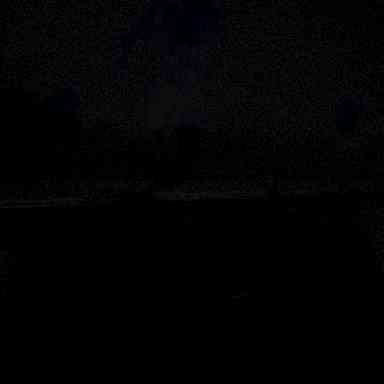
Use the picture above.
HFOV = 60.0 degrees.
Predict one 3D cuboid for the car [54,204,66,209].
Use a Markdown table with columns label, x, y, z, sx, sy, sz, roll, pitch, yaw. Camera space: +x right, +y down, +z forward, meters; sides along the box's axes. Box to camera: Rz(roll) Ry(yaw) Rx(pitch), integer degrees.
| label | x | y | z | sx | sy | sz | roll | pitch | yaw |
| --- | --- | --- | --- | --- | --- | --- | --- | --- | --- |
| car | -8.953 | 1.238 | 27.843 | 4.902 | 1.511 | 2.128 | -2 | 1 | -36 |

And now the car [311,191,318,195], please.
| label | x | y | z | sx | sy | sz | roll | pitch | yaw |
| --- | --- | --- | --- | --- | --- | --- | --- | --- | --- |
| car | 17.815 | 0.152 | 43.045 | 5.566 | 2.045 | 2.150 | -1 | 1 | -36 |

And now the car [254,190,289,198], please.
| label | x | y | z | sx | sy | sz | roll | pitch | yaw |
| --- | --- | --- | --- | --- | --- | --- | --- | --- | --- |
| car | 10.412 | 0.651 | 42.010 | 4.181 | 1.385 | 1.994 | -2 | 1 | -36 |

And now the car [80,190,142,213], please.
| label | x | y | z | sx | sy | sz | roll | pitch | yaw |
| --- | --- | --- | --- | --- | --- | --- | --- | --- | --- |
| car | -7.934 | 0.862 | 32.926 | 5.566 | 2.045 | 2.150 | -2 | 1 | -36 |

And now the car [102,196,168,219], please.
| label | x | y | z | sx | sy | sz | roll | pitch | yaw |
| --- | --- | --- | --- | --- | --- | --- | --- | --- | --- |
| car | -4.502 | 1.169 | 26.765 | 4.892 | 1.490 | 1.837 | -2 | 1 | -36 |

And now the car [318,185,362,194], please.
| label | x | y | z | sx | sy | sz | roll | pitch | yaw |
| --- | --- | --- | --- | --- | --- | --- | --- | --- | --- |
| car | 17.435 | 0.222 | 38.457 | 5.566 | 2.045 | 2.150 | -1 | 1 | -36 |

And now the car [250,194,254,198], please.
| label | x | y | z | sx | sy | sz | roll | pitch | yaw |
| --- | --- | --- | --- | --- | --- | --- | --- | --- | --- |
| car | 10.125 | 0.539 | 46.128 | 4.892 | 1.490 | 1.837 | -1 | 1 | -36 |

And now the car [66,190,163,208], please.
| label | x | y | z | sx | sy | sz | roll | pitch | yaw |
| --- | --- | --- | --- | --- | --- | --- | --- | --- | --- |
| car | -4.993 | 0.974 | 22.066 | 5.566 | 2.045 | 2.150 | -2 | 1 | -36 |
